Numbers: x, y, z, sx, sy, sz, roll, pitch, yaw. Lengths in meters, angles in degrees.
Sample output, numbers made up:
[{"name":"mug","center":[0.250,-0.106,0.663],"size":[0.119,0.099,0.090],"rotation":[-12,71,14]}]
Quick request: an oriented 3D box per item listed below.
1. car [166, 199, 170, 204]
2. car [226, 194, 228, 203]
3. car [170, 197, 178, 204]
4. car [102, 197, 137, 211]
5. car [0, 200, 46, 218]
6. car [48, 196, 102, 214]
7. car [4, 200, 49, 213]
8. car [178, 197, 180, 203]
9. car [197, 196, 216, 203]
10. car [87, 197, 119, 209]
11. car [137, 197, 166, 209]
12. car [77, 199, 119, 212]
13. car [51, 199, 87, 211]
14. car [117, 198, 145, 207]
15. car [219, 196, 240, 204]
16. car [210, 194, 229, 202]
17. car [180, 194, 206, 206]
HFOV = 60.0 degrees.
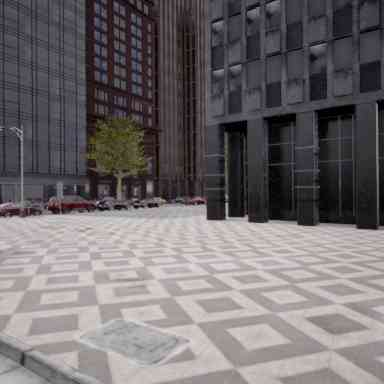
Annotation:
[{"name":"car","center":[-6.496,1.544,57.222],"size":[1.752,1.417,4.829],"rotation":[-1,0,35]},{"name":"car","center":[3.814,1.222,57.170],"size":[2.192,1.841,5.009],"rotation":[-1,0,35]},{"name":"car","center":[-3.202,1.574,62.008],"size":[1.947,1.339,4.313],"rotation":[-1,0,35]},{"name":"car","center":[-8.972,1.524,38.590],"size":[1.947,1.339,4.313],"rotation":[-1,0,35]},{"name":"car","center":[-15.366,1.576,29.300],"size":[1.802,1.307,4.206],"rotation":[-1,0,35]},{"name":"car","center":[-12.171,1.290,33.946],"size":[2.192,1.841,5.009],"rotation":[-1,0,35]},{"name":"car","center":[-19.189,1.642,38.781],"size":[1.947,1.339,4.313],"rotation":[-1,0,35]},{"name":"car","center":[0.433,1.490,56.831],"size":[2.033,1.411,5.357],"rotation":[-1,0,35]},{"name":"car","center":[3.193,1.534,71.299],"size":[1.887,1.381,4.507],"rotation":[-1,0,35]},{"name":"car","center":[-12.796,1.484,48.072],"size":[1.967,1.590,4.097],"rotation":[-1,0,35]},{"name":"car","center":[-5.775,1.509,43.234],"size":[1.947,1.339,4.313],"rotation":[-1,0,35]},{"name":"car","center":[-11.164,1.590,39.934],"size":[1.895,1.301,4.718],"rotation":[-1,0,34]},{"name":"car","center":[-15.991,1.642,43.426],"size":[1.802,1.307,4.206],"rotation":[-1,0,35]},{"name":"car","center":[-9.596,1.613,52.717],"size":[1.802,1.307,4.206],"rotation":[-1,0,35]},{"name":"car","center":[7.013,1.463,61.813],"size":[1.947,1.339,4.313],"rotation":[-1,0,35]},{"name":"car","center":[6.389,1.296,75.945],"size":[2.192,1.841,5.009],"rotation":[-1,0,35]},{"name":"car","center":[0.619,1.462,52.524],"size":[1.887,1.381,4.507],"rotation":[-1,0,35]}]
